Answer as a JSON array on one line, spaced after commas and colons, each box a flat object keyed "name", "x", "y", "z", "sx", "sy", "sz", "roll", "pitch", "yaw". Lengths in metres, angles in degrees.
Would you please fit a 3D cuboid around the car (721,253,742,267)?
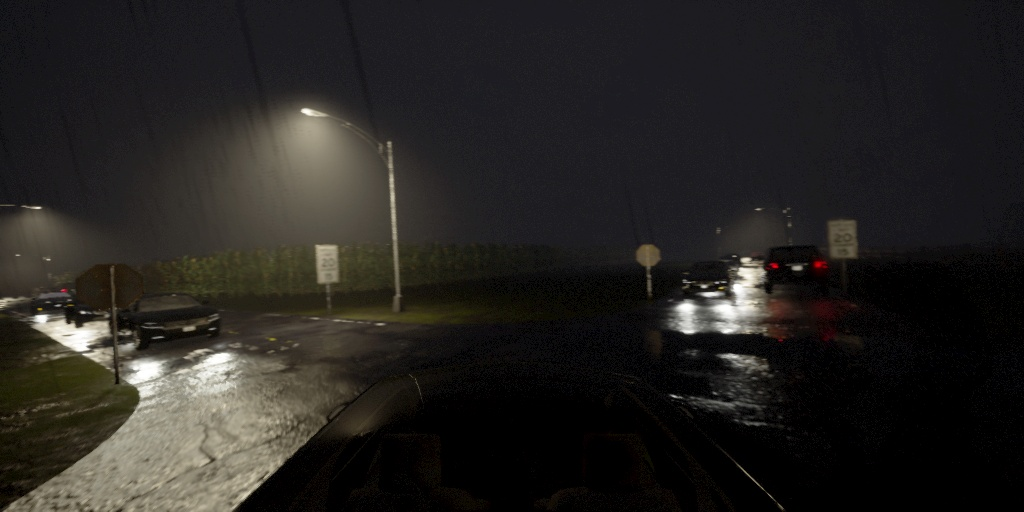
[{"name": "car", "x": 26.025, "y": 0.446, "z": 42.427, "sx": 1.882, "sy": 1.535, "sz": 5.008, "roll": -3, "pitch": -1, "yaw": 33}]

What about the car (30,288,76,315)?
[{"name": "car", "x": -32.371, "y": 3.279, "z": 25.349, "sx": 4.181, "sy": 1.385, "sz": 1.994, "roll": -3, "pitch": 0, "yaw": 34}]

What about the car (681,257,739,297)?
[{"name": "car", "x": 9.299, "y": 0.987, "z": 16.847, "sx": 1.837, "sy": 1.490, "sz": 4.892, "roll": -3, "pitch": -1, "yaw": 35}]

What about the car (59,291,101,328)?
[{"name": "car", "x": -19.909, "y": 2.506, "z": 17.290, "sx": 4.674, "sy": 1.442, "sz": 1.812, "roll": -3, "pitch": 0, "yaw": 34}]

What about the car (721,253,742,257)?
[{"name": "car", "x": 20.302, "y": 0.693, "z": 33.658, "sx": 2.033, "sy": 1.411, "sz": 5.357, "roll": -3, "pitch": -1, "yaw": 33}]

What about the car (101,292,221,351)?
[{"name": "car", "x": -11.444, "y": 1.958, "z": 11.752, "sx": 5.008, "sy": 1.535, "sz": 1.882, "roll": -3, "pitch": 0, "yaw": 33}]

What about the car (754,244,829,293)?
[{"name": "car", "x": 12.830, "y": 0.534, "z": 16.643, "sx": 2.150, "sy": 2.045, "sz": 5.566, "roll": -3, "pitch": -1, "yaw": 32}]

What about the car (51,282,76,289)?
[{"name": "car", "x": -45.867, "y": 3.741, "z": 37.324, "sx": 5.566, "sy": 2.045, "sz": 2.150, "roll": -3, "pitch": 0, "yaw": 32}]

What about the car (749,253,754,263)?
[{"name": "car", "x": 34.388, "y": 0.176, "z": 50.155, "sx": 1.812, "sy": 1.442, "sz": 4.674, "roll": -3, "pitch": -1, "yaw": 33}]

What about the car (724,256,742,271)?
[{"name": "car", "x": 14.673, "y": 0.919, "z": 25.019, "sx": 1.895, "sy": 1.301, "sz": 4.718, "roll": -3, "pitch": -1, "yaw": 33}]
